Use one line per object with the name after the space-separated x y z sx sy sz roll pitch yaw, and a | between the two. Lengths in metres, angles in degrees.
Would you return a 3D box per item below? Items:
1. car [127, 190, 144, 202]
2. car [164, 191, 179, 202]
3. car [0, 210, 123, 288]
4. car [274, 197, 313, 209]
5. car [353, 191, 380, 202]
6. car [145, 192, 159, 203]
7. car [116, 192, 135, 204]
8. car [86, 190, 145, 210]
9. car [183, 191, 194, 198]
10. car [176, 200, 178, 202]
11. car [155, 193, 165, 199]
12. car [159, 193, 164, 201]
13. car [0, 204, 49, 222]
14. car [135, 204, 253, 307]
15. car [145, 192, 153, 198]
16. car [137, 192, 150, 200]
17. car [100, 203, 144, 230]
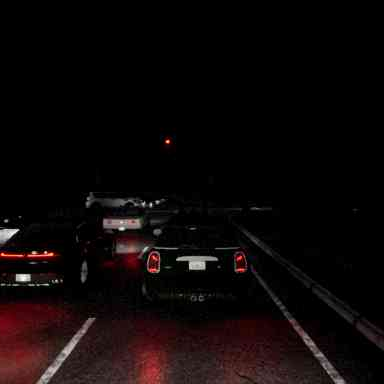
-10.681 0.709 63.313 2.150 2.045 5.566 0 1 0 | car
-3.532 0.981 61.665 1.882 1.535 5.008 0 1 0 | car
-3.415 1.468 9.145 1.837 1.490 4.892 0 0 0 | car
12.126 1.306 39.167 4.718 1.301 1.895 0 1 -3 | car
21.877 0.922 39.734 5.566 2.045 2.150 0 1 -3 | car
-7.200 1.105 56.020 2.033 1.411 5.357 0 1 0 | car
-10.695 0.928 53.872 2.097 1.767 4.553 0 0 0 | car
-8.028 0.968 34.278 5.566 2.045 2.150 0 0 -3 | car
-0.680 0.707 86.096 1.812 1.442 4.674 0 1 -4 | car
0.061 1.388 17.289 2.128 1.511 4.902 0 0 1 | car
-7.301 0.870 76.515 2.033 1.411 5.357 0 1 -1 | car
-7.171 1.005 66.088 2.033 1.411 5.357 0 1 1 | car
-10.600 1.428 20.878 1.994 1.385 4.181 0 1 -2 | car
0.088 1.323 8.092 2.097 1.767 4.553 0 0 0 | car
-11.330 0.665 88.333 1.812 1.442 4.674 0 1 -3 | car
-10.732 0.894 73.537 2.128 1.511 4.902 0 1 -1 | car
-3.435 1.487 18.466 1.895 1.301 4.718 0 1 0 | car
